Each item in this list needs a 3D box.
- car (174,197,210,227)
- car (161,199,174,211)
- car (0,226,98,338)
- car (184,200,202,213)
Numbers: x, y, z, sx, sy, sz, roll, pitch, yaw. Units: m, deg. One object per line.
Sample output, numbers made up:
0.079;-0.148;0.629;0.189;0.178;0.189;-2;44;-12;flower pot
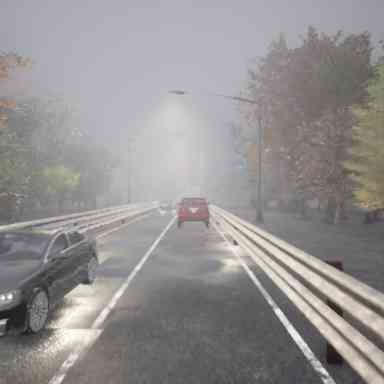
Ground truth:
0.118;1.356;24.058;2.150;2.045;5.566;0;-1;1;car
-3.316;1.751;48.224;2.097;1.767;4.553;0;-1;0;car
-3.347;1.506;6.806;2.128;1.511;4.902;0;0;0;car
0.110;1.831;42.727;2.128;1.511;4.902;0;-1;0;car
